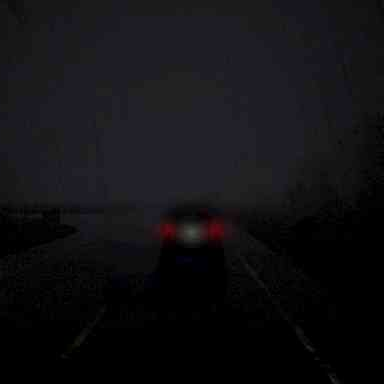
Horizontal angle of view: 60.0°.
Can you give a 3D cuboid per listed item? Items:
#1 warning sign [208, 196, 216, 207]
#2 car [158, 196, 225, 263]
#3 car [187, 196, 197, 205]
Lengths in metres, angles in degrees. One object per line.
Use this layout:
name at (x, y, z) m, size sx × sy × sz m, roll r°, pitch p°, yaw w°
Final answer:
warning sign at (3.554, 1.634, 59.468) m, size 1.300 × 1.860 × 1.060 m, roll 1°, pitch 0°, yaw 0°
car at (0.010, 1.337, 12.588) m, size 2.150 × 2.045 × 5.566 m, roll 0°, pitch 0°, yaw 0°
car at (-0.008, 1.906, 79.346) m, size 2.150 × 2.045 × 5.566 m, roll 0°, pitch 0°, yaw 0°
